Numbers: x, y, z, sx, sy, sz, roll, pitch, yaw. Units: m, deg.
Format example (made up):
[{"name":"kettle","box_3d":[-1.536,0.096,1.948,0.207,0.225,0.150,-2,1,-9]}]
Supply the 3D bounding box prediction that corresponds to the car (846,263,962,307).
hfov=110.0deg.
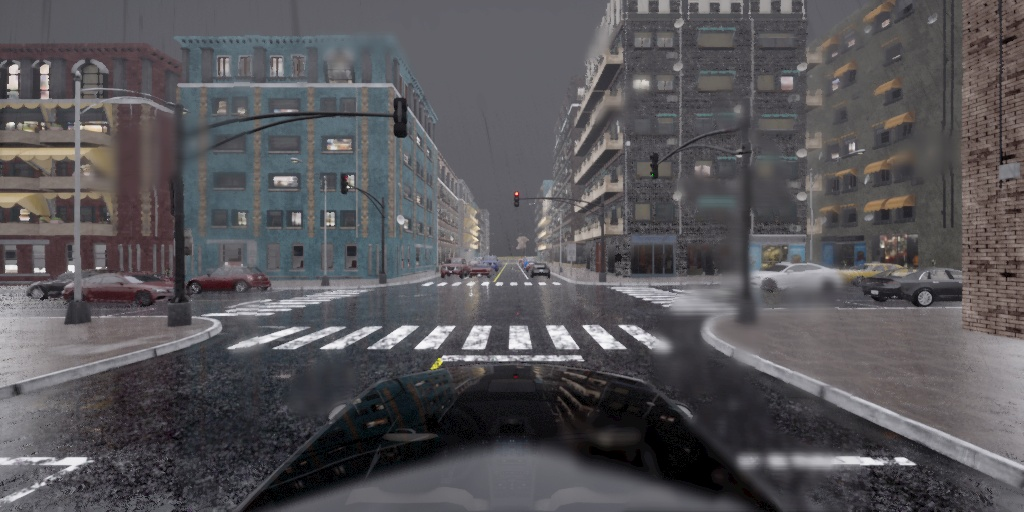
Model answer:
[{"name":"car","box_3d":[15.604,1.082,13.250,4.403,1.370,2.007,0,0,0]}]

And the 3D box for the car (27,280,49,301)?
[{"name":"car","box_3d":[-22.439,1.517,18.966,4.892,1.490,1.837,-1,0,0]}]

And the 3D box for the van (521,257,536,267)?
[{"name":"van","box_3d":[2.574,1.078,50.201,1.690,1.789,3.998,0,0,0]}]

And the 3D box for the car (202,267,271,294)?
[{"name":"car","box_3d":[-16.902,1.388,21.395,4.097,1.591,1.967,0,0,0]}]

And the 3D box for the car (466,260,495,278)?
[{"name":"car","box_3d":[-2.844,1.347,33.338,1.895,1.301,4.718,0,0,0]}]

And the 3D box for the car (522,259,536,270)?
[{"name":"car","box_3d":[2.573,1.323,44.648,1.802,1.307,4.207,0,0,0]}]

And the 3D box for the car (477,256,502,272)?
[{"name":"car","box_3d":[-2.839,0.962,46.358,2.150,2.045,5.566,0,0,0]}]

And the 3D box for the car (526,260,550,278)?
[{"name":"car","box_3d":[2.571,1.311,33.544,1.948,1.339,4.313,0,0,0]}]

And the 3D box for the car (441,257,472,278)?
[{"name":"car","box_3d":[-5.310,1.060,33.545,2.192,1.841,5.009,0,0,0]}]

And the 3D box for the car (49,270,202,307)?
[{"name":"car","box_3d":[-17.048,1.467,15.978,4.674,1.442,1.812,-1,0,0]}]

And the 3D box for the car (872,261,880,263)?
[{"name":"car","box_3d":[21.137,1.000,21.088,4.829,1.417,1.751,0,0,0]}]

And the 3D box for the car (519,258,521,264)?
[{"name":"car","box_3d":[2.575,1.171,61.304,1.967,1.591,4.097,0,0,0]}]

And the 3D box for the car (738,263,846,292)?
[{"name":"car","box_3d":[14.388,1.082,18.675,4.674,1.442,1.812,-1,0,2]}]
